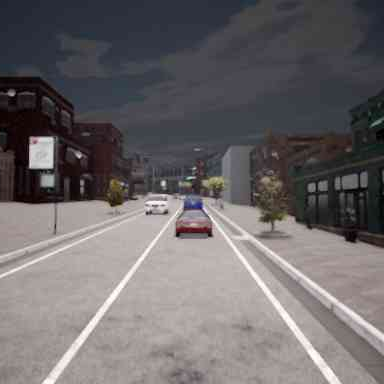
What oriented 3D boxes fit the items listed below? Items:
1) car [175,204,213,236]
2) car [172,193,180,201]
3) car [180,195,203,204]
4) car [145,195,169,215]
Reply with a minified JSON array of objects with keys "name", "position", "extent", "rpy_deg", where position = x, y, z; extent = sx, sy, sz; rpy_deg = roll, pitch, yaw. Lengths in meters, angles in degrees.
[{"name":"car","position":[0.103,1.603,18.692],"extent":[1.994,1.385,4.181],"rpy_deg":[0,0,0]},{"name":"car","position":[-3.545,1.098,76.687],"extent":[2.097,1.767,4.553],"rpy_deg":[0,1,0]},{"name":"car","position":[0.099,1.327,37.322],"extent":[2.150,2.045,5.566],"rpy_deg":[0,0,0]},{"name":"car","position":[-3.589,1.317,35.013],"extent":[2.150,2.045,5.566],"rpy_deg":[0,0,0]}]
